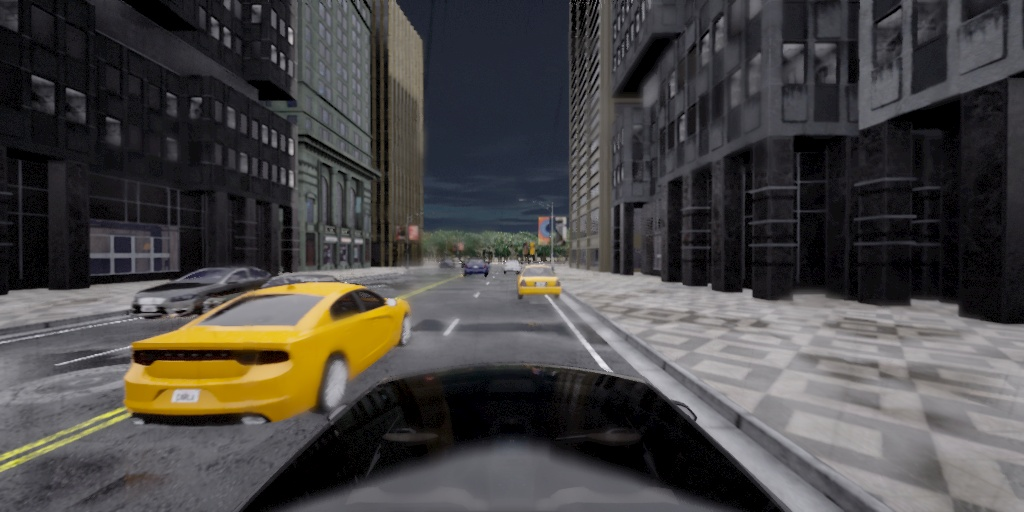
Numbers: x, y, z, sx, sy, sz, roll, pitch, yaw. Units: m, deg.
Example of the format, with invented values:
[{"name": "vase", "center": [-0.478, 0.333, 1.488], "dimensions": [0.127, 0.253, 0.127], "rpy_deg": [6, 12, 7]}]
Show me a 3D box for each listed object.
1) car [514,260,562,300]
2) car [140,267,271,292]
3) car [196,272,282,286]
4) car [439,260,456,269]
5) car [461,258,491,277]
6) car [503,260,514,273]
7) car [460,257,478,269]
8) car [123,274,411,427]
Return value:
[{"name": "car", "center": [1.138, 1.062, 16.627], "dimensions": [1.801, 1.575, 5.366], "rpy_deg": [0, 0, 0]}, {"name": "car", "center": [-9.850, 1.133, 12.179], "dimensions": [2.128, 1.511, 4.902], "rpy_deg": [0, 1, 0]}, {"name": "car", "center": [-6.600, 1.254, 11.007], "dimensions": [1.895, 1.301, 4.718], "rpy_deg": [0, 1, 0]}, {"name": "car", "center": [-9.808, 1.313, 54.807], "dimensions": [2.033, 1.411, 5.357], "rpy_deg": [0, -1, 1]}, {"name": "car", "center": [-3.149, 0.977, 33.363], "dimensions": [2.097, 1.767, 4.553], "rpy_deg": [0, 0, 0]}, {"name": "car", "center": [0.042, 1.183, 40.299], "dimensions": [1.812, 1.442, 4.674], "rpy_deg": [0, 0, 1]}, {"name": "car", "center": [-6.558, 1.120, 55.065], "dimensions": [2.097, 1.767, 4.553], "rpy_deg": [0, -1, 0]}, {"name": "car", "center": [-3.150, 1.183, 5.939], "dimensions": [1.882, 1.535, 5.008], "rpy_deg": [0, 0, 0]}]
